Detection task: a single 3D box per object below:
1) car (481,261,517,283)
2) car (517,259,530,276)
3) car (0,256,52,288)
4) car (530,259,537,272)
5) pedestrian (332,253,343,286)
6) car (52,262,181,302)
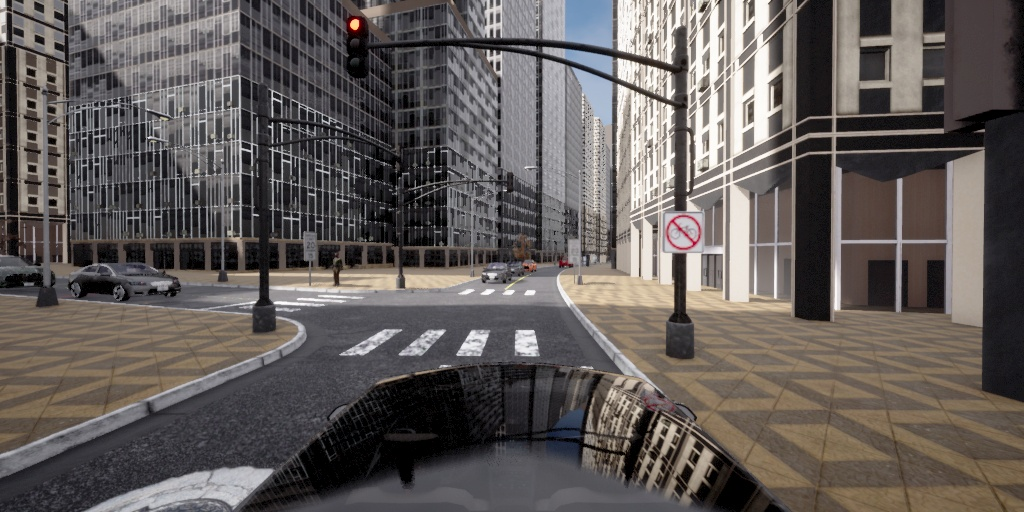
[{"bbox_3d":[-1.117,1.276,28.175,2.128,1.511,4.902,0,0,7],"label":"car"},{"bbox_3d":[0.229,1.311,37.657,2.128,1.511,4.902,0,0,9],"label":"car"},{"bbox_3d":[-25.665,0.771,18.066,4.553,1.767,2.097,1,1,16],"label":"car"},{"bbox_3d":[2.008,1.220,47.435,2.097,1.767,4.553,0,0,12],"label":"car"},{"bbox_3d":[-9.523,0.716,19.442,0.375,1.860,0.375,0,0,16],"label":"pedestrian"},{"bbox_3d":[-16.666,1.039,15.440,4.902,1.511,2.128,1,1,17],"label":"car"}]
